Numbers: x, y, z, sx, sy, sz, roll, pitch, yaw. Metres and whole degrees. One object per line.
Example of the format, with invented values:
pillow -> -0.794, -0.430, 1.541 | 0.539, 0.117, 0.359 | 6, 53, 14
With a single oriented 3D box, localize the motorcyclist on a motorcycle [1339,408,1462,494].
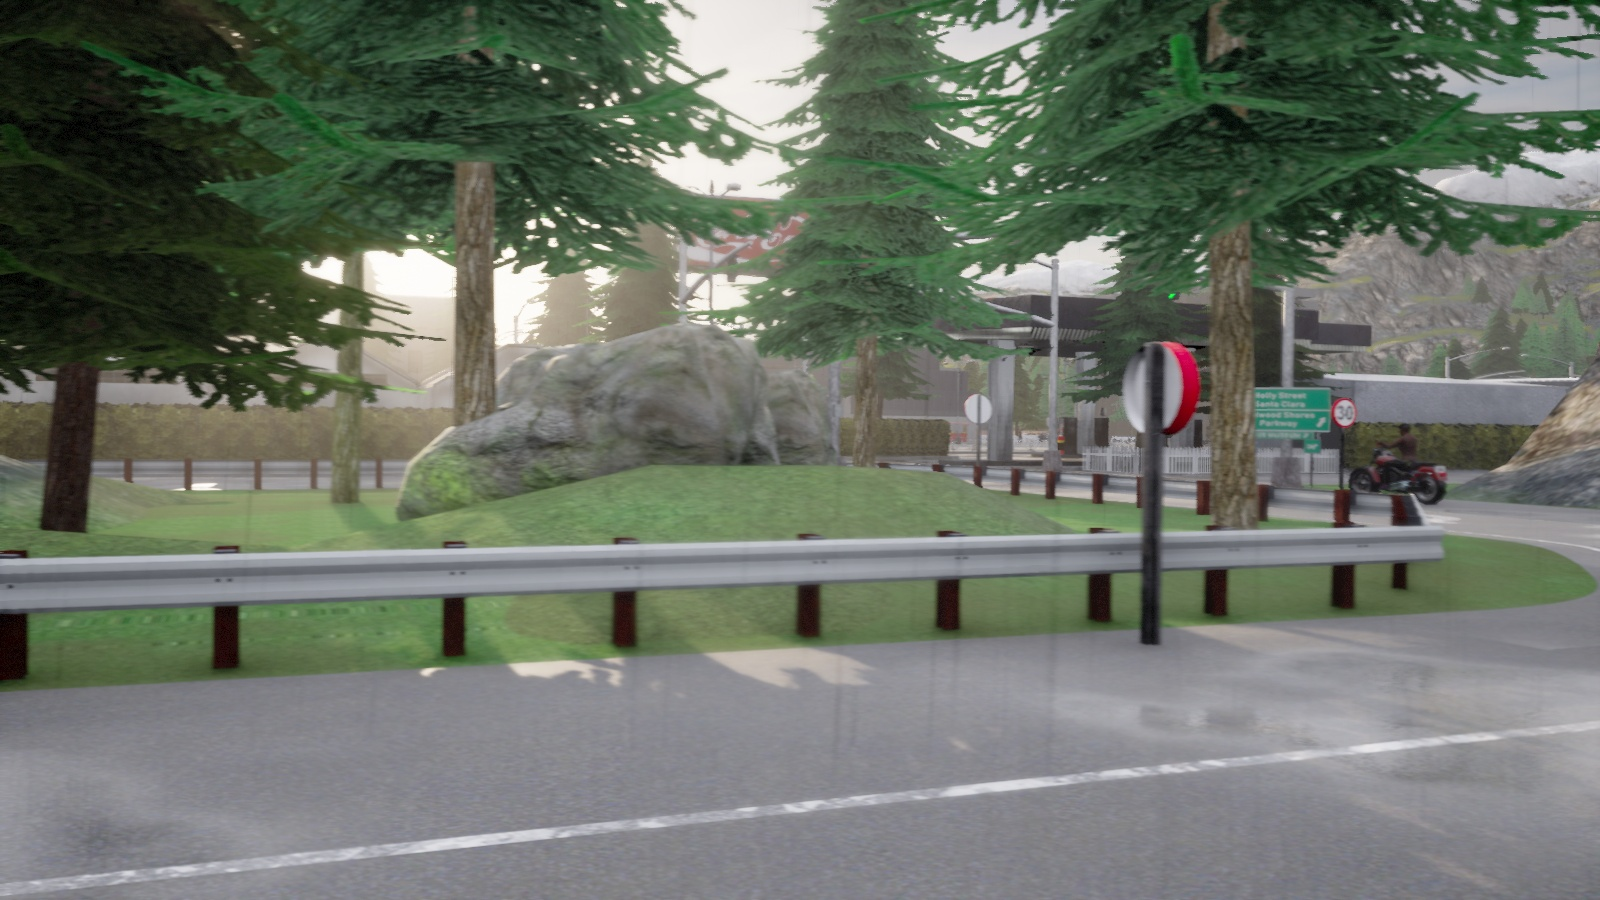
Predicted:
motorcyclist on a motorcycle -> 12.074, 0.009, 25.361 | 0.766, 1.649, 2.350 | -1, 1, -21
